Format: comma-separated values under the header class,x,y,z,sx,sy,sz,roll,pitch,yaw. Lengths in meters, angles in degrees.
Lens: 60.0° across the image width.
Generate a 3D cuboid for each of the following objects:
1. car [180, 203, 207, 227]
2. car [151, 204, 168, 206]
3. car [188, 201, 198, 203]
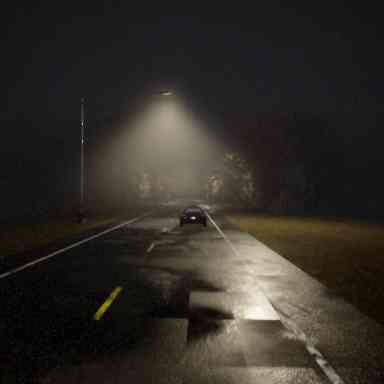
class,x,y,z,sx,sy,sz,roll,pitch,yaw
car,0.095,1.789,25.092,1.994,1.385,4.181,0,0,0
car,-3.507,1.537,36.584,1.895,1.301,4.718,0,-1,0
car,0.091,2.043,49.478,1.895,1.301,4.718,0,-1,0
